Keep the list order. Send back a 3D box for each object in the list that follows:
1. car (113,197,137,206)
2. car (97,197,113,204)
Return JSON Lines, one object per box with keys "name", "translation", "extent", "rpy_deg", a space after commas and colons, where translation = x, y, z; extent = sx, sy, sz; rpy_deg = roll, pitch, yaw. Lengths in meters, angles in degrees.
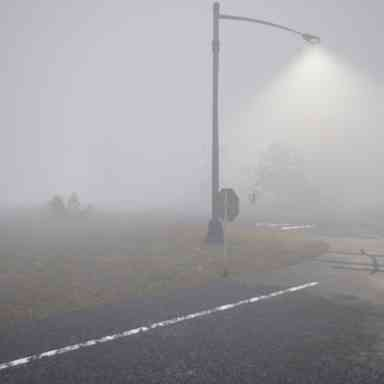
{"name": "car", "translation": [-10.385, 1.474, 52.862], "extent": [1.994, 1.385, 4.181], "rpy_deg": [0, 0, -33]}
{"name": "car", "translation": [-15.954, 1.493, 61.175], "extent": [1.895, 1.301, 4.718], "rpy_deg": [0, 0, -34]}
